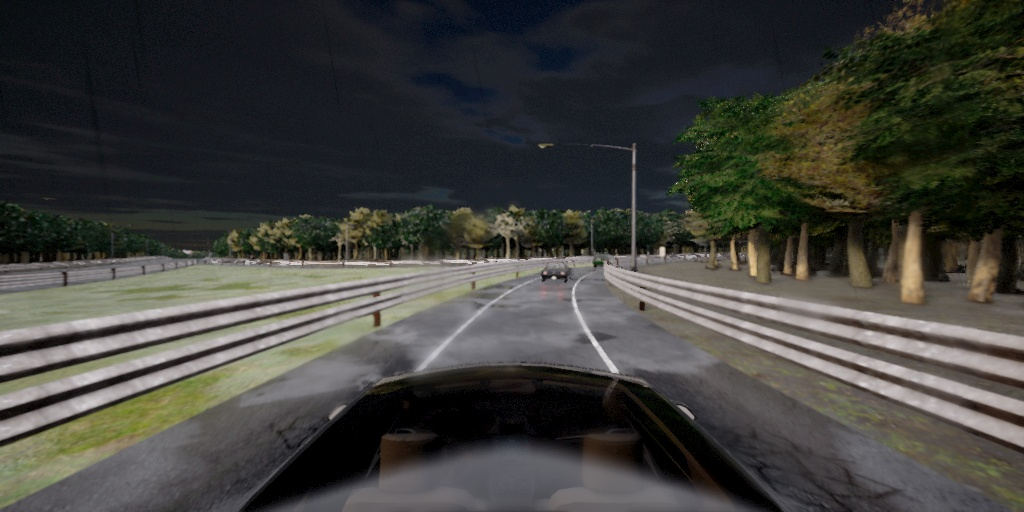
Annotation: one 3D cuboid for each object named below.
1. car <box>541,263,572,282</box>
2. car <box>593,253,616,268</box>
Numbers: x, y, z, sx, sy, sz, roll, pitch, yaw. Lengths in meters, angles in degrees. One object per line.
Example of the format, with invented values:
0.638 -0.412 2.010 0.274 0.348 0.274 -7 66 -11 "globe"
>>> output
3.457 1.200 26.981 1.895 1.301 4.718 0 1 14 "car"
13.220 0.614 51.188 2.150 2.045 5.566 0 1 30 "car"
